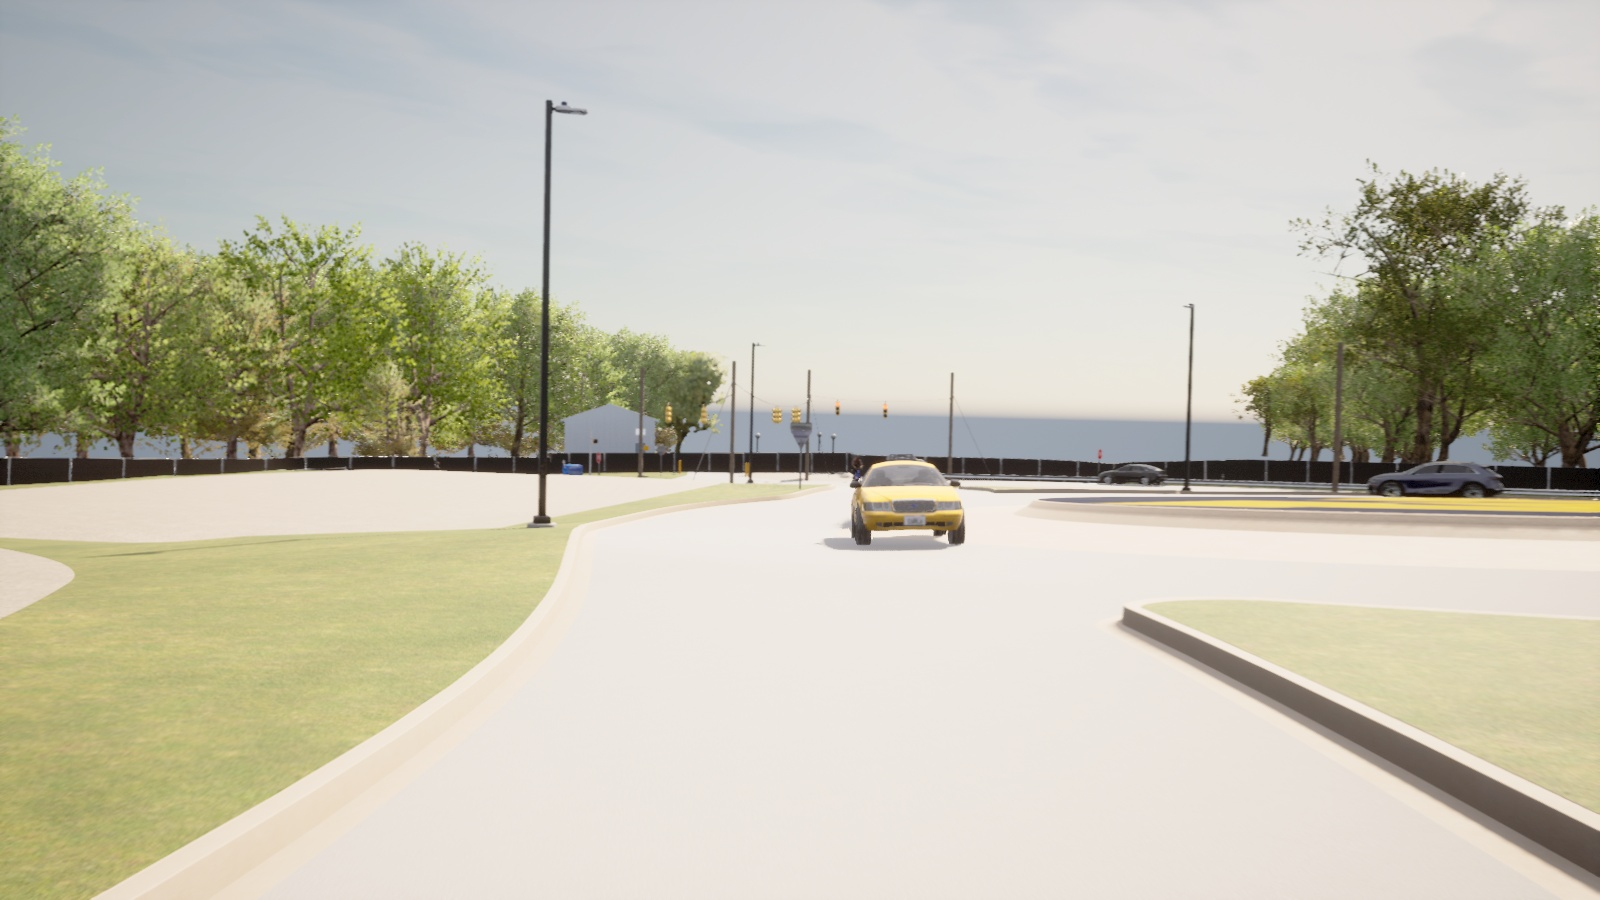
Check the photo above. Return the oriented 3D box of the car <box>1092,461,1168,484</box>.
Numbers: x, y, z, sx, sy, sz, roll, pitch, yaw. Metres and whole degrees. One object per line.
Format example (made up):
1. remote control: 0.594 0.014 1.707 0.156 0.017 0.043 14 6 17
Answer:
1. car: 23.655 1.607 90.118 4.892 1.490 1.837 0 1 40

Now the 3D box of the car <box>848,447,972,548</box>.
1. car: 1.857 0.828 22.788 1.801 1.575 5.366 -1 -2 1

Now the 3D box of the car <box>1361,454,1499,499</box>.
1. car: 25.291 1.048 50.460 4.856 1.649 2.033 0 1 28
